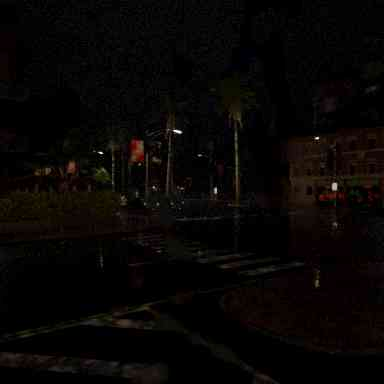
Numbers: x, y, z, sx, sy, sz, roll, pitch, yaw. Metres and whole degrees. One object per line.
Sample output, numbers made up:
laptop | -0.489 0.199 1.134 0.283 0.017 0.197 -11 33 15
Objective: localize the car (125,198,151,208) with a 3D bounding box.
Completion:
car | -7.898 1.601 48.287 1.895 1.301 4.718 0 0 -35

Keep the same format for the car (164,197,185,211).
car | -2.729 1.352 40.929 2.097 1.767 4.553 0 0 -35

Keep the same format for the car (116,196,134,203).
car | -13.861 1.522 68.716 1.812 1.442 4.674 0 0 -39

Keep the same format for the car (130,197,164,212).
car | -5.563 1.352 38.869 2.097 1.767 4.553 0 0 -35
